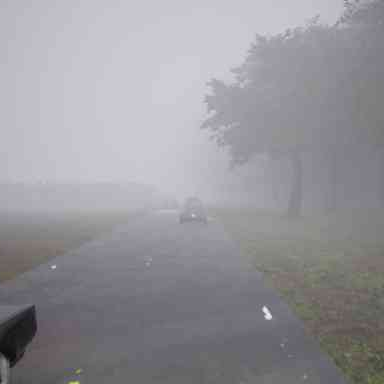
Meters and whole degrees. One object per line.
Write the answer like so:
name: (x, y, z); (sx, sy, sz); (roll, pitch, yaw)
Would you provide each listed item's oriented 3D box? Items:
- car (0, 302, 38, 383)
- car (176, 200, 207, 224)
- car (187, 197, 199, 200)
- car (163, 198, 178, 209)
car: (-2.851, 1.599, 1.913); (1.895, 1.301, 4.718); (0, 0, 0)
car: (0.095, 1.562, 24.519); (1.994, 1.385, 4.181); (0, 0, 0)
car: (0.090, 1.381, 40.030); (2.097, 1.767, 4.553); (0, 0, 0)
car: (-2.837, 1.540, 45.360); (2.128, 1.511, 4.902); (0, 0, 0)
